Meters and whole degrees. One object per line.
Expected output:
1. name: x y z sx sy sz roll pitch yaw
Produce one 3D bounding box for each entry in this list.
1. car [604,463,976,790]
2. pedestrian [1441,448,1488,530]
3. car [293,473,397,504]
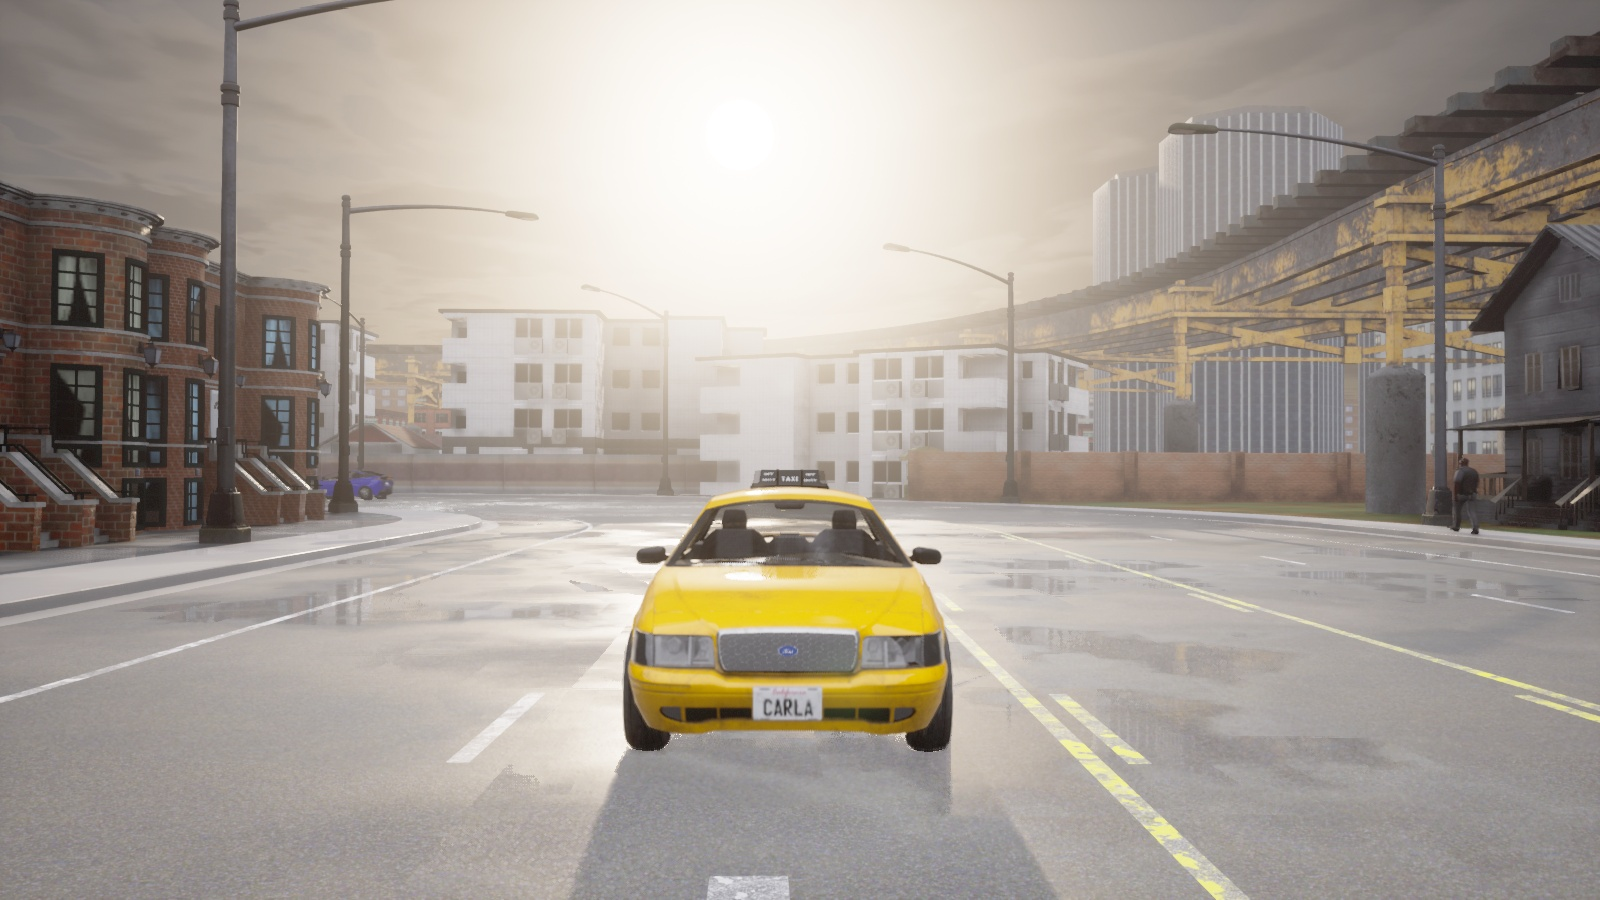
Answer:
1. car: -0.068 0.902 8.778 1.801 1.575 5.366 0 -1 0
2. pedestrian: 15.337 0.894 28.996 0.563 1.883 0.849 0 -1 -4
3. car: -22.956 1.917 63.483 4.514 1.525 2.007 0 -1 7
